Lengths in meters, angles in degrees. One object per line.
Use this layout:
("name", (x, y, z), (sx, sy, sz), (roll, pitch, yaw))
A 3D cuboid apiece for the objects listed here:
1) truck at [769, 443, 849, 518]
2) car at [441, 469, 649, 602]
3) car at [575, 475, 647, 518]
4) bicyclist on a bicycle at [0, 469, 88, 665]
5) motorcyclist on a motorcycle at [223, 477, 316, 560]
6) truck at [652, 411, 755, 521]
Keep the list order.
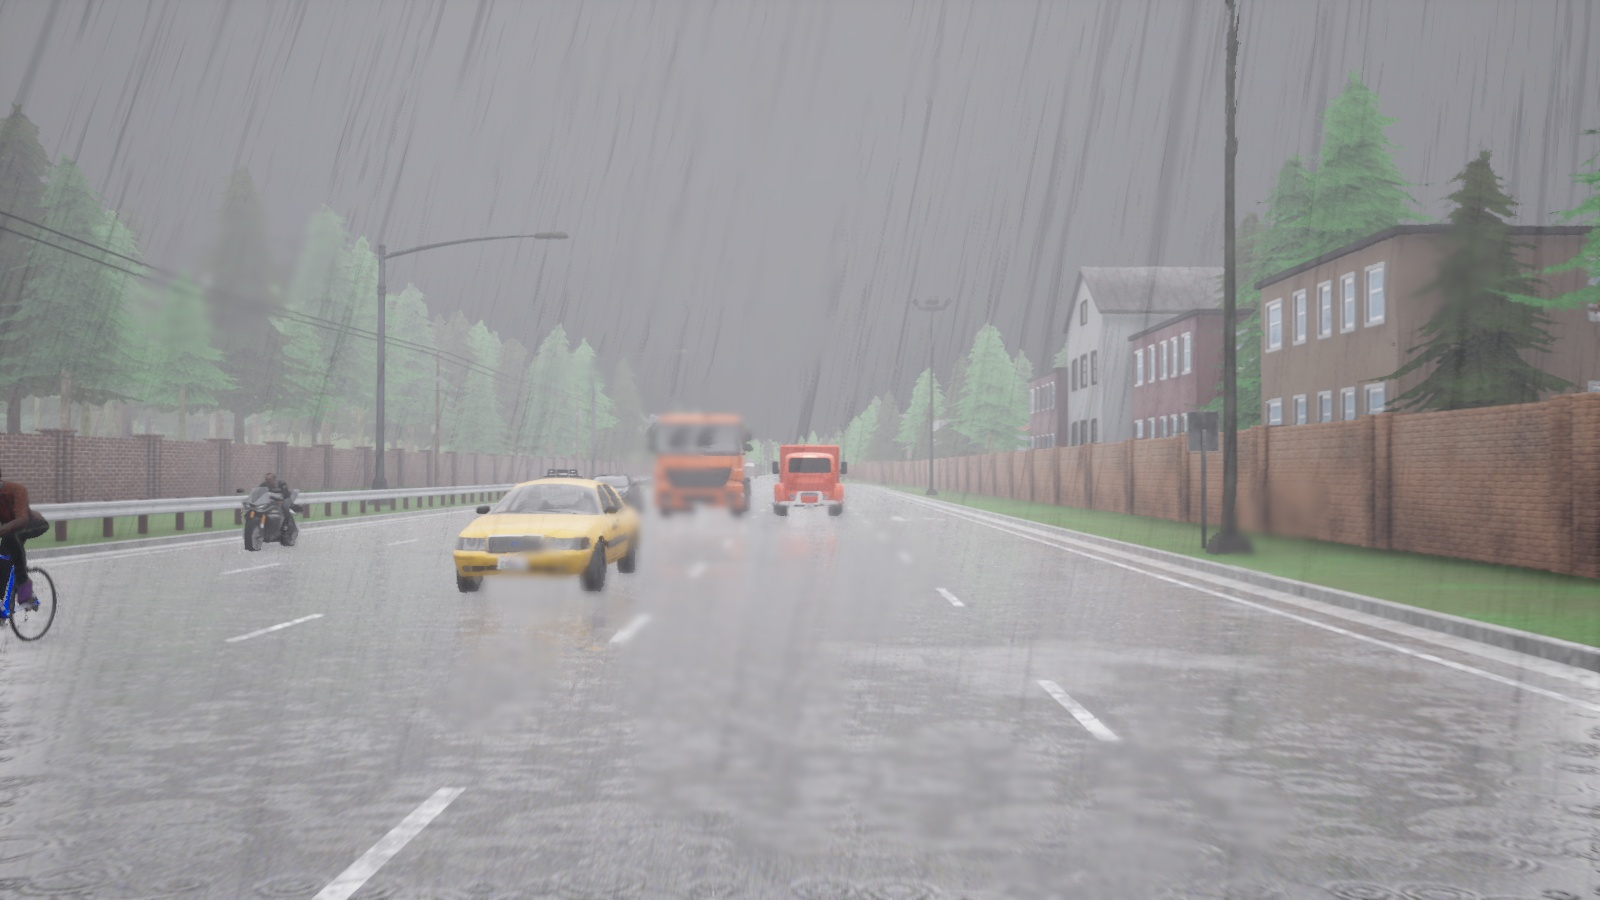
("truck", (0.320, 1.065, 44.060), (2.627, 2.467, 5.204), (0, -1, 0))
("car", (-3.361, 1.063, 17.659), (1.801, 1.575, 5.366), (0, -1, 0))
("car", (-6.673, 1.618, 44.806), (1.812, 1.442, 4.674), (0, -1, 0))
("bicyclist on a bicycle", (-6.908, 0.977, 10.837), (0.582, 1.620, 1.656), (0, -1, 0))
("motorcyclist on a motorcycle", (-10.313, 1.302, 24.508), (0.866, 1.530, 2.191), (0, -1, 0))
("truck", (-3.185, 0.576, 43.620), (2.891, 3.462, 7.936), (0, -1, 0))
